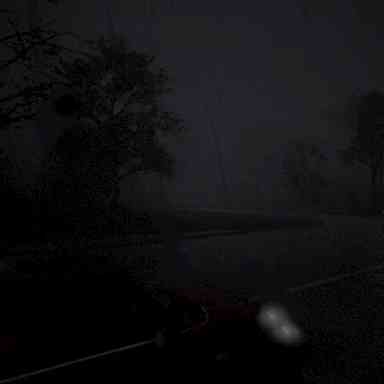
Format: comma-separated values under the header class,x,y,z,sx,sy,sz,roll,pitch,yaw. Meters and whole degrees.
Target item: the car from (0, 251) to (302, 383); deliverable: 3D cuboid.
class,x,y,z,sx,sy,sz,roll,pitch,yaw
car,-1.094,1.351,2.936,4.553,1.767,2.097,0,0,-36
